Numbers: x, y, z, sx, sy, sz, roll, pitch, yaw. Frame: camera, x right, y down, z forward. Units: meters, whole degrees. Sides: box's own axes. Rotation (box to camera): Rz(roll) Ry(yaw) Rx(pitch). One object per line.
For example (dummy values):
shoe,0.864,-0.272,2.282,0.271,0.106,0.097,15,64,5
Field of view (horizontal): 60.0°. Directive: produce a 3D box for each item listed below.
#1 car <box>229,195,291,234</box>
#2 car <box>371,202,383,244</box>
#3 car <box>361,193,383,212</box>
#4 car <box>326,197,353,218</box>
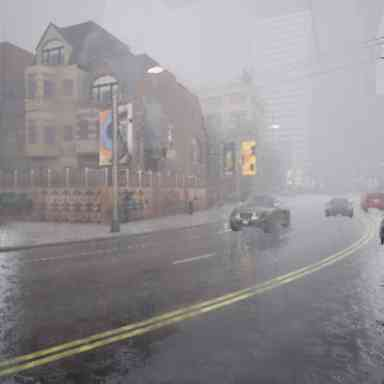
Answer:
car,4.178,1.188,19.507,2.150,2.045,5.566,0,0,31
car,9.528,1.437,14.743,2.128,1.511,4.902,0,0,34
car,20.191,1.101,36.995,2.150,2.045,5.566,0,0,23
car,12.799,1.270,28.917,2.097,1.767,4.553,0,0,24
